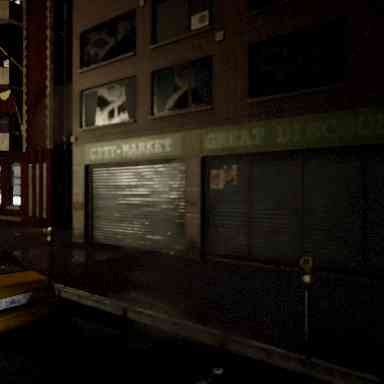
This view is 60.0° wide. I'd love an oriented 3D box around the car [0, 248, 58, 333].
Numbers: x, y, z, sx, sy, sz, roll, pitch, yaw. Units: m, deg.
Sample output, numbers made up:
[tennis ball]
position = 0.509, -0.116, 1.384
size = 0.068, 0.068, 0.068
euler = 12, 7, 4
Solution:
[car]
position = -4.373, 1.482, 5.996
size = 4.829, 1.417, 1.752
euler = 0, 0, 35
